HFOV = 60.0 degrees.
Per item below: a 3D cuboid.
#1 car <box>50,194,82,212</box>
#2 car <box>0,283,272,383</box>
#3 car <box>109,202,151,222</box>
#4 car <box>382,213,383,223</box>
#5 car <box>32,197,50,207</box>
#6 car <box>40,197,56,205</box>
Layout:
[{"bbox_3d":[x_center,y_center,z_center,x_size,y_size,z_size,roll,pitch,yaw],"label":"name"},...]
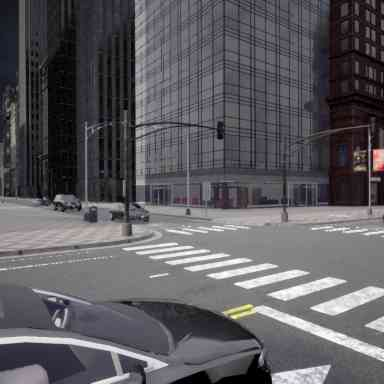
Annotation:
[{"bbox_3d":[-15.088,1.310,40.308,2.150,2.045,5.566,0,0,-35],"label":"car"},{"bbox_3d":[-1.475,1.491,2.386,4.902,1.511,2.128,0,0,-36],"label":"car"},{"bbox_3d":[-4.971,1.553,26.038,1.837,1.490,4.892,0,0,-35],"label":"car"},{"bbox_3d":[14.773,1.357,22.374,4.553,1.767,2.097,0,0,-36],"label":"car"},{"bbox_3d":[-24.420,1.698,53.632,1.994,1.385,4.181,0,0,-35],"label":"car"},{"bbox_3d":[-27.607,1.649,63.487,1.837,1.490,4.892,0,0,-35],"label":"car"}]
